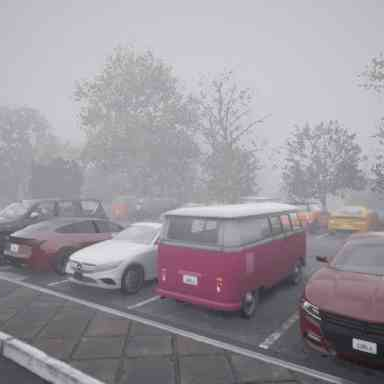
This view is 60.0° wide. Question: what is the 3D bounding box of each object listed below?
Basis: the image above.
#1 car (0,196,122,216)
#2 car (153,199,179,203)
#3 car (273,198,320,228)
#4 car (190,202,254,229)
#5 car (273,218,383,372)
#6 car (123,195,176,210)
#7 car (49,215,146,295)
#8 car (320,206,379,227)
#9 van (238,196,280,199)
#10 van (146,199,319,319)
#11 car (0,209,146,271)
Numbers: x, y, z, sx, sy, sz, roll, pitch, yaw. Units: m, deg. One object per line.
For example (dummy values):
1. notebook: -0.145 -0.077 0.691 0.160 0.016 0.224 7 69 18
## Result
1. car: -5.620 1.249 12.268 2.435 2.045 5.566 0 0 36
2. car: -0.165 1.501 24.259 1.946 1.575 5.366 0 0 36
3. car: 6.675 1.366 19.542 2.185 1.767 4.553 0 0 36
4. car: 2.188 1.500 22.792 2.231 1.521 4.892 0 0 36
5. car: 3.423 1.486 5.823 2.097 1.535 5.008 0 0 36
6. car: -2.291 1.263 26.047 2.435 2.045 5.566 -1 0 36
7. car: -1.090 1.533 9.057 2.002 1.452 4.674 0 0 36
8. car: 8.840 1.489 18.021 2.097 1.535 5.008 0 0 36
9. van: 4.511 1.270 21.277 1.878 1.987 4.442 0 0 36
10. van: 1.232 1.263 7.532 1.878 1.987 4.442 0 0 36
11. car: -3.330 1.526 10.696 2.163 1.488 4.792 0 0 36
